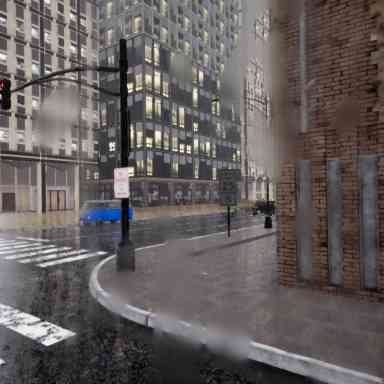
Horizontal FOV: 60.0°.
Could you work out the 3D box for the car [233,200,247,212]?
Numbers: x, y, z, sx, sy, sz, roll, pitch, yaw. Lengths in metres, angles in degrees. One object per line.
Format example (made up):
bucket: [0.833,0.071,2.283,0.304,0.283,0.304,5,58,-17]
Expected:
car: [6.811,1.689,41.400,1.752,1.417,4.829,-2,-1,36]

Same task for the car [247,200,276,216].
car: [7.527,1.540,32.453,1.837,1.490,4.892,-1,-1,36]

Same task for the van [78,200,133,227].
van: [-6.020,1.460,23.488,1.690,1.788,3.998,-2,-1,36]
